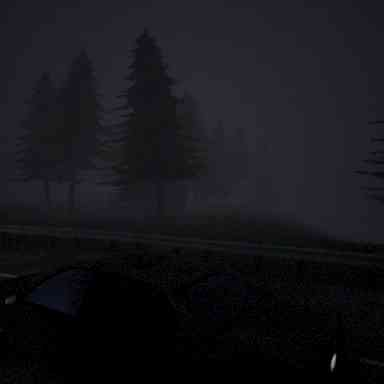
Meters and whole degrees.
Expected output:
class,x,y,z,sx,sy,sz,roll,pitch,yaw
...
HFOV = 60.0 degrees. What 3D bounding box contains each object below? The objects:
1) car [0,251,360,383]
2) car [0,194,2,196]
class,x,y,z,sx,sy,sz,roll,pitch,yaw
car,-0.860,1.532,4.310,5.357,1.411,2.033,0,0,33
car,-48.094,1.204,81.310,1.837,1.490,4.892,0,0,-3
